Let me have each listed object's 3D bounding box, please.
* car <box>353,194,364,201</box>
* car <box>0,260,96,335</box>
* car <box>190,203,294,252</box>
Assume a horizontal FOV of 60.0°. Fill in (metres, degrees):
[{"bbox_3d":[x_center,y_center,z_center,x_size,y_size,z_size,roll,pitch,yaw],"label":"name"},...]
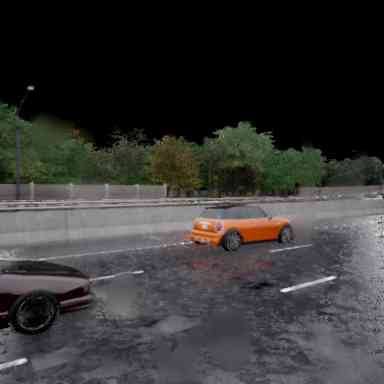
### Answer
[{"bbox_3d":[39.687,1.292,79.191,2.128,1.511,4.902,1,1,38],"label":"car"},{"bbox_3d":[-4.309,1.550,4.971,5.357,1.411,2.033,0,0,-36],"label":"car"},{"bbox_3d":[2.210,1.318,13.925,4.553,1.767,2.097,0,0,-36],"label":"car"}]
